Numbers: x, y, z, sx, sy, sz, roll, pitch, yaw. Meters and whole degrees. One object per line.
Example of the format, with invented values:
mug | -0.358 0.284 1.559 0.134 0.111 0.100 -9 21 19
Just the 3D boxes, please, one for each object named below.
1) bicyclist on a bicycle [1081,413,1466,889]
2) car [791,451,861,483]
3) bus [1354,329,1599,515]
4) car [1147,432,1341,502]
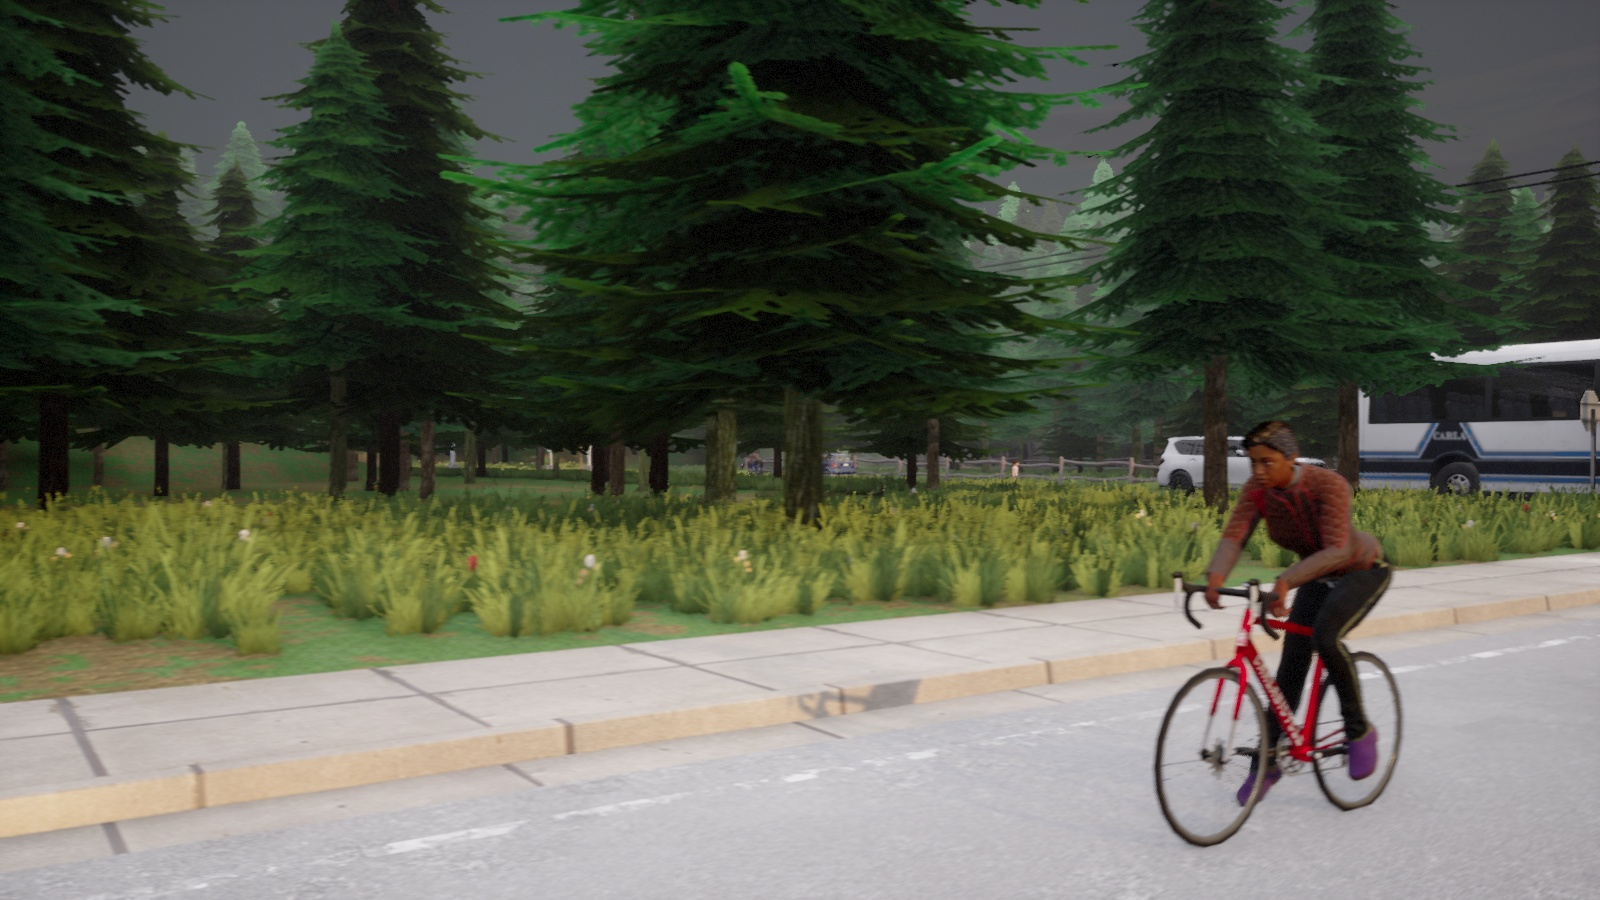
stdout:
bicyclist on a bicycle | 1.924 0.704 4.998 1.656 1.620 0.582 2 -1 -35
car | 1.297 0.852 64.487 1.789 1.549 3.705 0 0 -34
bus | 19.376 -0.632 30.606 3.944 4.253 10.273 0 0 -32
car | 13.802 0.497 39.406 2.150 2.045 5.566 0 0 -33
